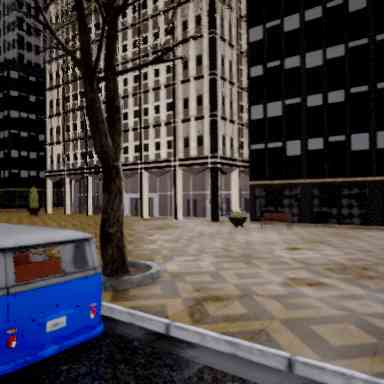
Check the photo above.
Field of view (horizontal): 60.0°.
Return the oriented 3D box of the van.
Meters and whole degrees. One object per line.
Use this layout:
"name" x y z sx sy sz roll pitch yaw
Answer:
"van" -3.164 1.396 5.150 3.998 1.788 1.690 -1 -1 36
